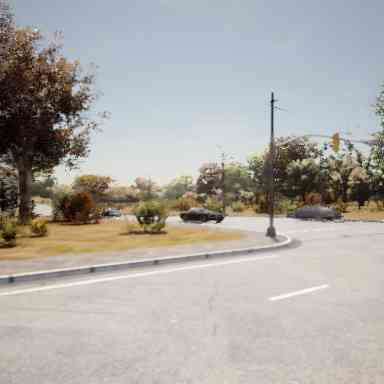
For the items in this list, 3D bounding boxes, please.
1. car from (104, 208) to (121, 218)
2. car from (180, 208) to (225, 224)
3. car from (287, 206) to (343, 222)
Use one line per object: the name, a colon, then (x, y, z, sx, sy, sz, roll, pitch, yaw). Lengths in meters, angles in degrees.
car: (-12.146, 3.188, 49.992, 2.128, 1.511, 4.902, 1, -4, -32)
car: (0.874, 2.118, 29.746, 1.895, 1.301, 4.718, 1, -2, -33)
car: (11.805, 2.085, 32.357, 2.033, 1.411, 5.357, 1, -2, -33)
